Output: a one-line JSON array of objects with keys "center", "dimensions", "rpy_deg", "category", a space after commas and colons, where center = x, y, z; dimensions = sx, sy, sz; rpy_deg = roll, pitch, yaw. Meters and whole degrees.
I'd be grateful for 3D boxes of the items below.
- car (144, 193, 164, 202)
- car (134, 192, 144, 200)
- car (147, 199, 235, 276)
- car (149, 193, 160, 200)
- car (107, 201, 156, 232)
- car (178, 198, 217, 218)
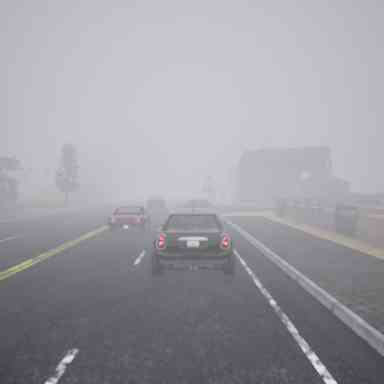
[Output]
[{"center": [-3.867, 1.155, 36.909], "dimensions": [1.882, 1.535, 5.008], "rpy_deg": [0, 1, -2], "category": "car"}, {"center": [-11.514, 0.825, 72.834], "dimensions": [1.882, 1.535, 5.008], "rpy_deg": [0, 1, -2], "category": "car"}, {"center": [0.010, 1.263, 10.216], "dimensions": [2.097, 1.767, 4.553], "rpy_deg": [0, 0, -1], "category": "car"}, {"center": [-8.265, 0.896, 72.928], "dimensions": [1.994, 1.385, 4.181], "rpy_deg": [0, 1, -2], "category": "car"}, {"center": [-3.381, 1.438, 18.983], "dimensions": [1.895, 1.301, 4.718], "rpy_deg": [0, 1, -1], "category": "car"}, {"center": [0.618, 1.297, 28.485], "dimensions": [2.033, 1.411, 5.357], "rpy_deg": [0, 0, 16], "category": "car"}]
